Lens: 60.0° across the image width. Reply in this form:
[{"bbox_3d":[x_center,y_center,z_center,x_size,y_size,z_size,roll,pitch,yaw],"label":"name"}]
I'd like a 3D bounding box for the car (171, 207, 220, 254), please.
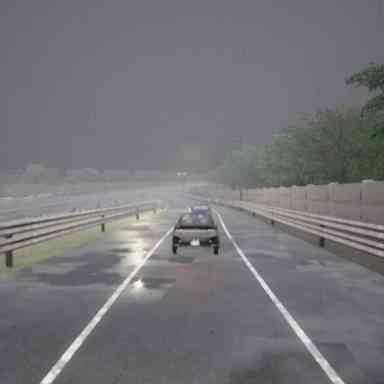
[{"bbox_3d":[0.183,1.622,14.190,2.128,1.511,4.902,0,0,2],"label":"car"}]

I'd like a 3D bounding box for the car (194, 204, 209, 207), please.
[{"bbox_3d":[0.818,1.793,29.212,1.812,1.442,4.674,0,0,3],"label":"car"}]
